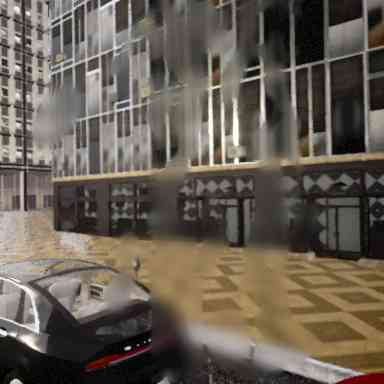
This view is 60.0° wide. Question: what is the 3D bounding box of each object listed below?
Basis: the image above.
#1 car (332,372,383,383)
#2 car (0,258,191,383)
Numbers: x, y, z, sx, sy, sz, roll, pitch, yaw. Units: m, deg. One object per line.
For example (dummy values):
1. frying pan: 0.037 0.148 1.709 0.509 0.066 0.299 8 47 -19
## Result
1. car: 2.580 1.543 1.015 4.507 1.381 1.887 0 -1 35
2. car: -2.062 1.557 4.317 4.403 1.369 2.008 0 -1 35
